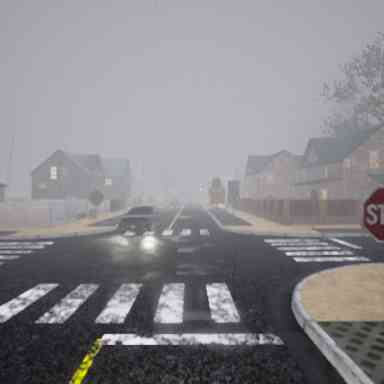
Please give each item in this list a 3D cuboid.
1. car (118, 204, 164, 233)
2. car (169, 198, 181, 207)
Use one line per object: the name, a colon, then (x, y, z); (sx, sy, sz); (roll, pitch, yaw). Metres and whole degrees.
car: (-2.936, 1.550, 20.237); (1.882, 1.535, 5.008); (0, 1, 5)
car: (-2.875, 1.678, 56.641); (2.033, 1.411, 5.357); (0, 0, 0)
